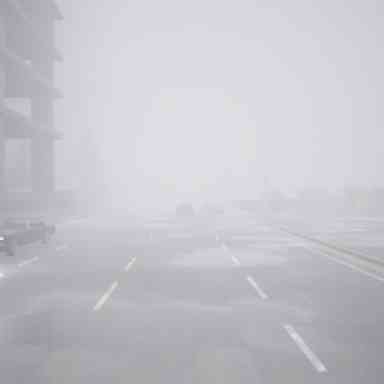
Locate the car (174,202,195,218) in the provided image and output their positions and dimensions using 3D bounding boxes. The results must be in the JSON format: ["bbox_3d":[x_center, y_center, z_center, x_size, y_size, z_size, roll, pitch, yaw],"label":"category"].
[{"bbox_3d":[-0.771,1.813,34.372,1.837,1.490,4.892,0,-1,-2],"label":"car"}]

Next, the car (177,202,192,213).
[{"bbox_3d":[-1.047,2.001,44.687,1.895,1.301,4.718,0,-1,-1],"label":"car"}]

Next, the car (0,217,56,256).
[{"bbox_3d":[-7.415,1.728,13.729,1.895,1.301,4.718,0,0,-1],"label":"car"}]

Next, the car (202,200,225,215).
[{"bbox_3d":[2.605,1.904,38.229,1.994,1.385,4.181,0,-1,-1],"label":"car"}]
